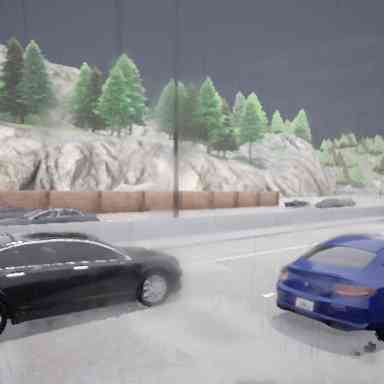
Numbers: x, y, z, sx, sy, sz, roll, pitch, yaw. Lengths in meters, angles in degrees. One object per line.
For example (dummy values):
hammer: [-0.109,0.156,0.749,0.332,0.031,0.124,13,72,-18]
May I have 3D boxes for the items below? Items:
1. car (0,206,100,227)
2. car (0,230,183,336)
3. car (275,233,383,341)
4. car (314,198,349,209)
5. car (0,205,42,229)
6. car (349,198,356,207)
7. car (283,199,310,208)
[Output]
car: [-6.992,1.496,16.258,4.902,1.511,2.128,0,0,-36]
car: [-2.441,1.505,6.343,4.892,1.490,1.837,1,0,-36]
car: [3.550,1.530,6.379,4.674,1.442,1.812,0,0,-36]
car: [16.247,1.530,39.280,4.892,1.490,1.837,1,0,-43]
car: [-12.026,1.569,21.254,4.181,1.385,1.994,0,0,-36]
car: [24.127,1.598,52.075,1.994,1.385,4.181,0,0,42]
car: [15.147,1.628,47.913,4.718,1.301,1.895,0,0,-45]
